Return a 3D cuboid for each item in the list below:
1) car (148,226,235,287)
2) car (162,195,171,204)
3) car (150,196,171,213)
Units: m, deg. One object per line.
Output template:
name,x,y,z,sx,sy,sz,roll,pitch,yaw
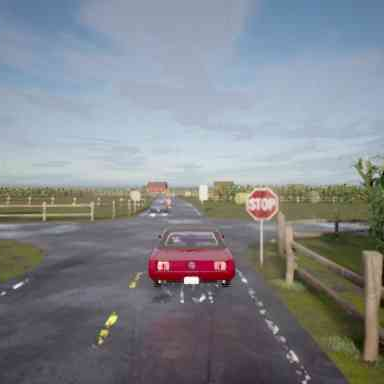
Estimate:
car,-0.015,1.596,9.293,1.895,1.301,4.718,0,0,0
car,-5.113,1.479,67.059,1.837,1.490,4.892,0,2,-4
car,-3.618,1.536,37.228,2.033,1.411,5.357,0,0,-2
